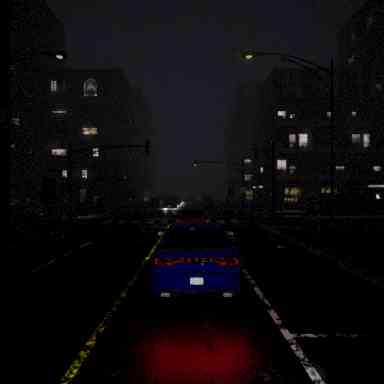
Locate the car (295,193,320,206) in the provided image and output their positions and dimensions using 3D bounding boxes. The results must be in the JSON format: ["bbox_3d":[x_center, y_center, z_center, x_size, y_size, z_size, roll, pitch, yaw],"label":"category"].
[{"bbox_3d":[14.519,1.014,38.121,5.009,1.841,2.192,-1,1,-1],"label":"car"}]

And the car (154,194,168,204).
[{"bbox_3d":[-5.759,1.336,63.148,2.192,1.841,5.009,0,0,0],"label":"car"}]

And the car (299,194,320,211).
[{"bbox_3d":[14.507,1.210,35.550,4.892,1.490,1.837,-1,0,1],"label":"car"}]

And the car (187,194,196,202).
[{"bbox_3d":[-0.086,1.390,80.501,2.097,1.767,4.553,0,0,0],"label":"car"}]

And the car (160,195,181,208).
[{"bbox_3d":[-3.133,1.560,49.154,2.033,1.411,5.357,0,0,-1],"label":"car"}]

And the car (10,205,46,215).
[{"bbox_3d":[-16.709,1.888,32.043,4.718,1.301,1.895,-1,0,-1],"label":"car"}]

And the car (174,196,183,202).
[{"bbox_3d":[-3.086,1.621,78.483,1.895,1.301,4.718,0,0,0],"label":"car"}]

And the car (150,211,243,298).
[{"bbox_3d":[0.094,1.477,8.564,1.882,1.535,5.008,0,0,0],"label":"car"}]

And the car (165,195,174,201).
[{"bbox_3d":[-5.783,1.480,85.878,1.967,1.590,4.097,0,0,0],"label":"car"}]

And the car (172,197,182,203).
[{"bbox_3d":[-3.084,1.626,68.144,1.895,1.301,4.718,0,0,0],"label":"car"}]

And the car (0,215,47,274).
[{"bbox_3d":[-5.750,1.582,9.759,1.802,1.307,4.206,0,0,0],"label":"car"}]

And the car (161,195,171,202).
[{"bbox_3d":[-5.771,1.470,74.513,1.967,1.590,4.097,0,0,0],"label":"car"}]

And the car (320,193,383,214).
[{"bbox_3d":[14.663,1.029,29.743,5.009,1.841,2.192,-1,1,-1],"label":"car"}]

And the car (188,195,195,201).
[{"bbox_3d":[-0.097,1.522,90.366,1.882,1.535,5.008,0,0,0],"label":"car"}]

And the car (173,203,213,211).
[{"bbox_3d":[0.081,1.526,18.099,1.812,1.442,4.674,0,0,1],"label":"car"}]

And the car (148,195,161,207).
[{"bbox_3d":[-5.746,1.580,51.783,1.947,1.339,4.313,0,0,0],"label":"car"}]

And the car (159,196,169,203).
[{"bbox_3d":[-5.765,1.550,68.660,1.752,1.417,4.829,0,0,0],"label":"car"}]

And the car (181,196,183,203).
[{"bbox_3d":[-3.142,1.370,58.636,2.097,1.767,4.553,0,0,0],"label":"car"}]

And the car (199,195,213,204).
[{"bbox_3d":[2.628,1.458,57.476,1.967,1.590,4.097,0,0,0],"label":"car"}]
